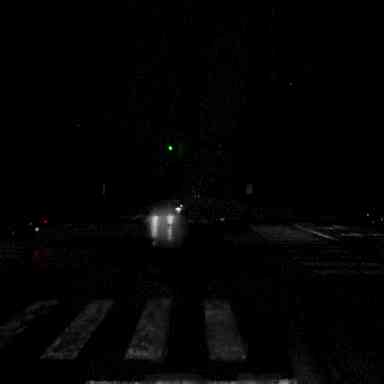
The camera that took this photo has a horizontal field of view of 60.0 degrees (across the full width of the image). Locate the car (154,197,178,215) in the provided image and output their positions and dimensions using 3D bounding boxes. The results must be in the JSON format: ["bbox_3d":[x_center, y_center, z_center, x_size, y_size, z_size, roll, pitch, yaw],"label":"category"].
[{"bbox_3d":[-2.819,1.536,35.061,1.837,1.490,4.892,0,0,0],"label":"car"}]

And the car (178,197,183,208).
[{"bbox_3d":[-2.758,1.537,50.322,1.882,1.535,5.008,0,0,1],"label":"car"}]

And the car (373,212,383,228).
[{"bbox_3d":[12.527,1.581,17.492,4.718,1.301,1.895,0,0,0],"label":"car"}]

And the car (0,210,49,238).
[{"bbox_3d":[-10.118,1.603,17.213,4.718,1.301,1.895,0,0,6],"label":"car"}]

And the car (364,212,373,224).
[{"bbox_3d":[13.451,1.554,20.741,4.718,1.301,1.895,0,0,-2],"label":"car"}]
